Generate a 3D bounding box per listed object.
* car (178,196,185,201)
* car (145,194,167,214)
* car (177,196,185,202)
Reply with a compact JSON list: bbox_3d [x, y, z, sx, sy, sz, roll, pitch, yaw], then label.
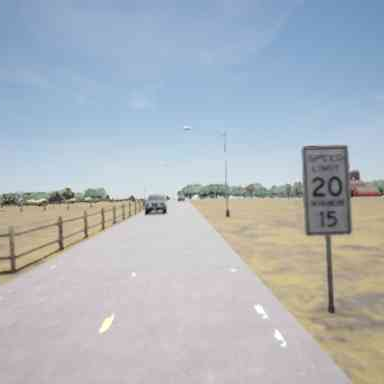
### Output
[{"bbox_3d":[-2.994,1.740,94.130,1.994,1.385,4.181,-2,-1,-2],"label":"car"},{"bbox_3d":[-3.878,1.282,36.475,2.150,2.045,5.566,-2,0,-2],"label":"car"},{"bbox_3d":[-2.668,1.690,84.093,2.128,1.511,4.902,-2,0,-2],"label":"car"}]
